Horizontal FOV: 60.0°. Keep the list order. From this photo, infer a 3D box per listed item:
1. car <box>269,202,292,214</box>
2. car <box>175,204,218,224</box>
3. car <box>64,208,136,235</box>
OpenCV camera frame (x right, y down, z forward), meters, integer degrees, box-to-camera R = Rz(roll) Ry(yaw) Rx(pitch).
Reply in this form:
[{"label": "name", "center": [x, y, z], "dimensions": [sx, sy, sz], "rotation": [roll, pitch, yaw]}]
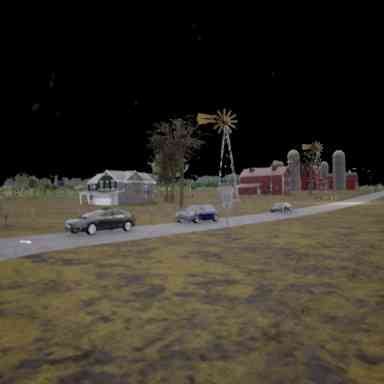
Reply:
[{"label": "car", "center": [12.435, 2.169, 46.376], "dimensions": [1.837, 1.490, 4.892], "rotation": [-2, -1, 36]}, {"label": "car", "center": [0.449, 1.863, 29.784], "dimensions": [2.097, 1.767, 4.553], "rotation": [-2, -2, 36]}, {"label": "car", "center": [-5.715, 1.831, 21.189], "dimensions": [1.837, 1.490, 4.892], "rotation": [-2, -2, 35]}]
